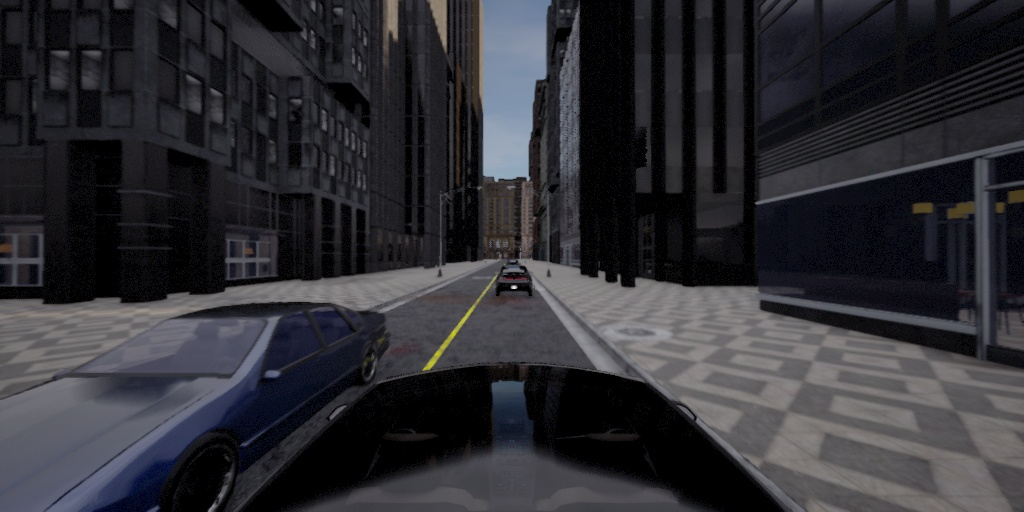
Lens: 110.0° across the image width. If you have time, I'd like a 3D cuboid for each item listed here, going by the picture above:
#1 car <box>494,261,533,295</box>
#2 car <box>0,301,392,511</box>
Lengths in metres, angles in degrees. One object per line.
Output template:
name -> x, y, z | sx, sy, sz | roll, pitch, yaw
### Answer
car -> 0.102, 1.238, 19.517 | 1.837, 1.490, 4.892 | 0, 0, 0
car -> -3.097, 1.297, 4.244 | 2.033, 1.411, 5.357 | 0, 0, 0
